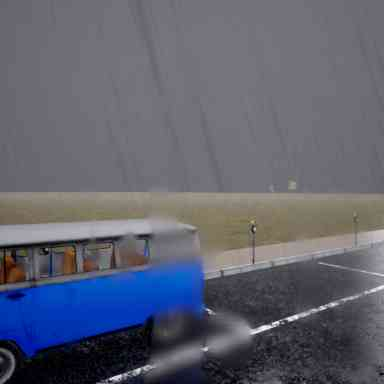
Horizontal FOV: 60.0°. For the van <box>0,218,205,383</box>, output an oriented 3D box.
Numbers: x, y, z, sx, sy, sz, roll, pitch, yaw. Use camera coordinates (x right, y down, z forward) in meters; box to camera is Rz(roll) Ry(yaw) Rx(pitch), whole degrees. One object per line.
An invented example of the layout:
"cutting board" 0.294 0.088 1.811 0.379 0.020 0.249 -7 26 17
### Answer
"van" -1.696 1.341 4.875 3.998 1.788 1.690 0 1 -36
